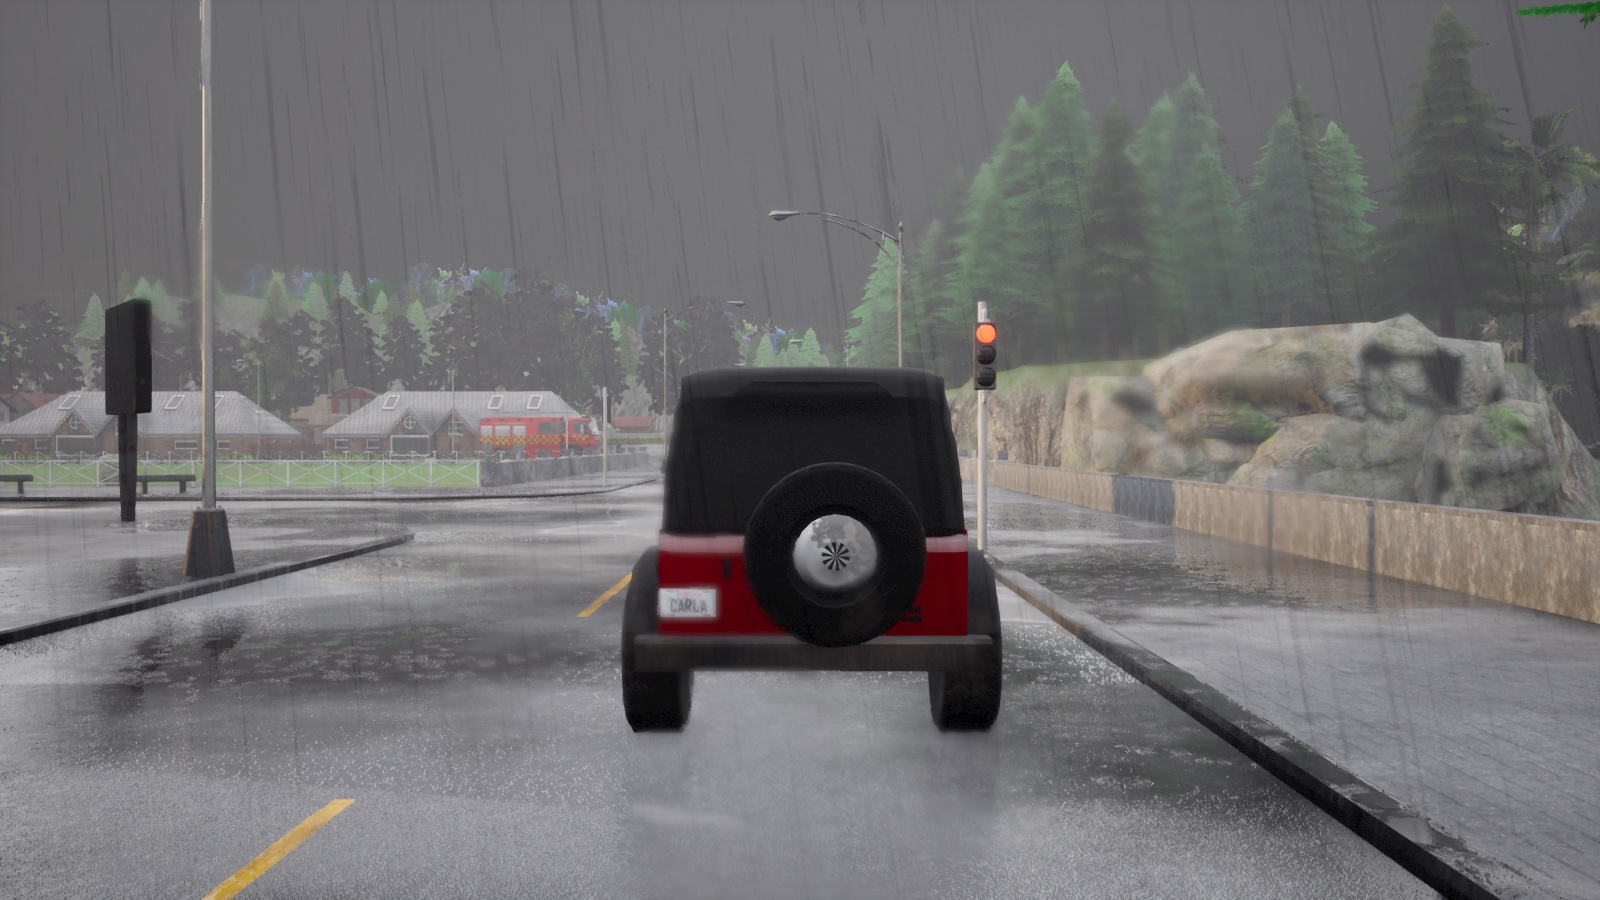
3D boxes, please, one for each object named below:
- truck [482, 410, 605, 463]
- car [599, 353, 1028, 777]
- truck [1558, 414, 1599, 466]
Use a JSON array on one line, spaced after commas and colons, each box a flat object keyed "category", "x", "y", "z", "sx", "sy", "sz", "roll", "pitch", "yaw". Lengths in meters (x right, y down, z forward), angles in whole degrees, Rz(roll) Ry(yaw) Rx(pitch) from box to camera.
[{"category": "truck", "x": -18.728, "y": -0.953, "z": 92.058, "sx": 8.468, "sy": 3.827, "sz": 2.891, "roll": 0, "pitch": 0, "yaw": 0}, {"category": "car", "x": 0.062, "y": 0.500, "z": 7.508, "sx": 1.905, "sy": 1.878, "sz": 3.866, "roll": 0, "pitch": 0, "yaw": 0}, {"category": "truck", "x": 53.940, "y": -0.660, "z": 82.962, "sx": 2.891, "sy": 3.462, "sz": 7.936, "roll": 0, "pitch": 0, "yaw": 0}]
